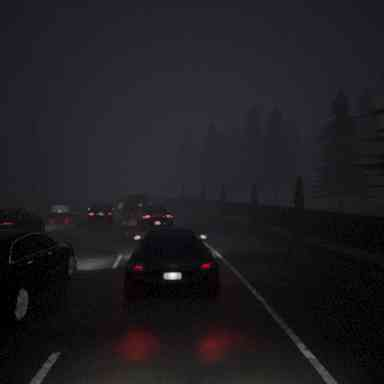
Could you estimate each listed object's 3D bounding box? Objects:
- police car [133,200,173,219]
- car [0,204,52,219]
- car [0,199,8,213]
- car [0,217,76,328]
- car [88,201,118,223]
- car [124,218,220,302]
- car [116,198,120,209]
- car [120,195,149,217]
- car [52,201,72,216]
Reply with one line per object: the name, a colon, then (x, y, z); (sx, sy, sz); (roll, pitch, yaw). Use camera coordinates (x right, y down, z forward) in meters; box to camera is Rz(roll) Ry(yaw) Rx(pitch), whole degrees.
police car: (-2.410, 1.548, 20.885); (2.038, 1.542, 4.974); (0, 0, -12)
car: (-8.540, 1.523, 15.872); (2.128, 1.511, 4.902); (0, 0, -10)
car: (-22.674, 1.603, 38.518); (1.812, 1.442, 4.674); (0, 0, -21)
car: (-3.887, 1.519, 6.949); (1.837, 1.490, 4.892); (0, 0, -4)
car: (-7.114, 1.598, 25.960); (2.033, 1.411, 5.357); (0, 0, -15)
car: (-0.528, 1.580, 8.360); (1.994, 1.385, 4.181); (0, 0, -5)
car: (-9.131, 1.539, 42.791); (1.801, 1.575, 5.366); (0, 0, -21)
car: (-5.391, 1.285, 32.189); (2.150, 2.045, 5.566); (0, 0, -18)
car: (-13.018, 1.591, 33.028); (1.812, 1.442, 4.674); (0, 0, -19)
